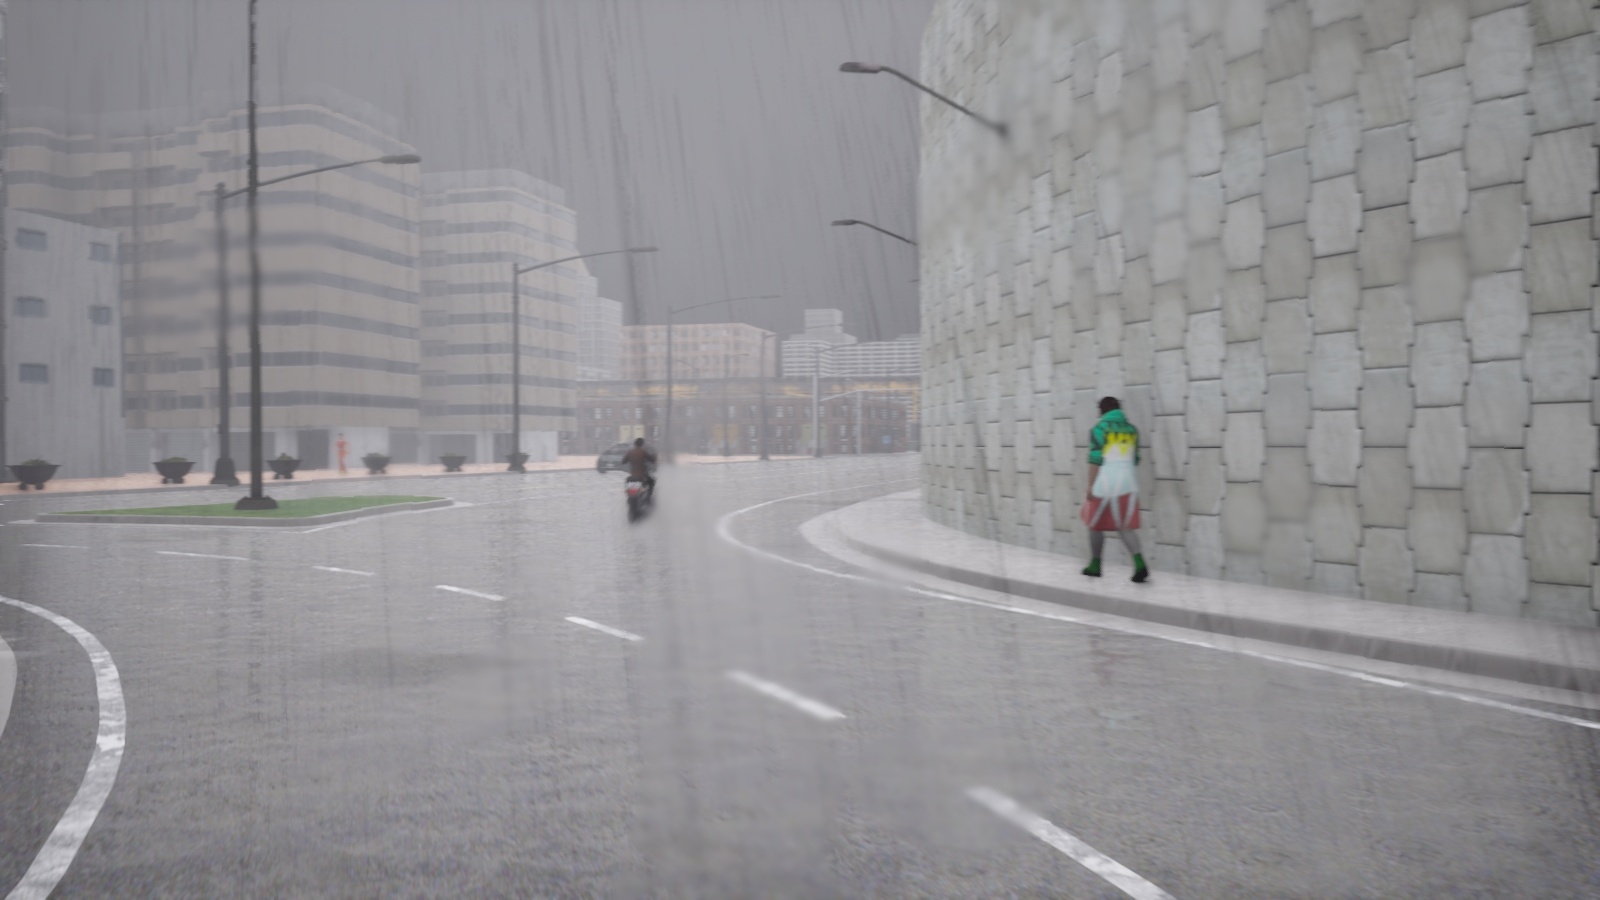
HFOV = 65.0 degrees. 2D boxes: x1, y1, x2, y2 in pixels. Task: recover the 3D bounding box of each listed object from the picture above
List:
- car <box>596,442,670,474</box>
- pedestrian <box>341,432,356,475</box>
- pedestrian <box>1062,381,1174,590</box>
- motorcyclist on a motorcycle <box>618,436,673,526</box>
[{"bbox_3d":[-8.261,0.350,62.464,2.007,1.525,4.514,0,0,16],"label":"car"},{"bbox_3d":[-19.705,0.150,54.801,0.345,1.836,0.594,0,0,17],"label":"pedestrian"},{"bbox_3d":[3.091,0.327,12.243,0.659,1.952,0.873,0,0,-24],"label":"pedestrian"},{"bbox_3d":[-2.953,0.564,24.183,0.766,1.649,2.350,0,0,0],"label":"motorcyclist on a motorcycle"}]
